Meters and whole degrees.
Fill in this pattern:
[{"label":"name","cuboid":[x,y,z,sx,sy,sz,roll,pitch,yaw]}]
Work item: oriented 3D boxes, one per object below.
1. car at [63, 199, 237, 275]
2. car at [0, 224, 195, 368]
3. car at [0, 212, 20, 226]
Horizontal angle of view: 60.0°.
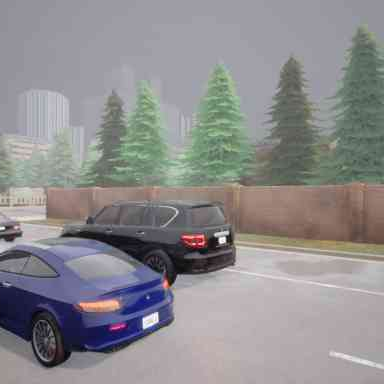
[{"label":"car","cuboid":[-1.463,1.221,9.348,5.566,2.045,2.150,0,0,36]},{"label":"car","cuboid":[-2.415,1.526,5.731,4.674,1.442,1.812,0,0,36]},{"label":"car","cuboid":[-9.760,1.547,15.263,5.357,1.411,2.033,0,0,39]}]
